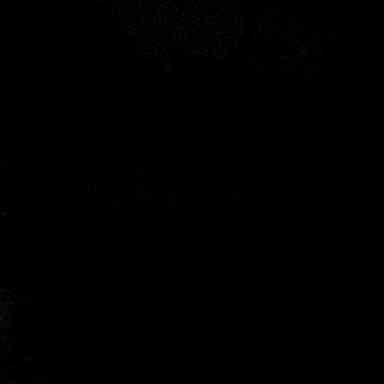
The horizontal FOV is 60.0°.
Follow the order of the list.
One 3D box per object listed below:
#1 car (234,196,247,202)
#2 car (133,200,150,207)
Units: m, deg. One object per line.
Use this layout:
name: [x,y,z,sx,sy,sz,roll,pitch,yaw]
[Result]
car: [13.393,1.885,92.028,2.097,1.767,4.553,-1,-1,36]
car: [-10.090,2.226,64.019,1.994,1.385,4.181,-1,-1,36]
